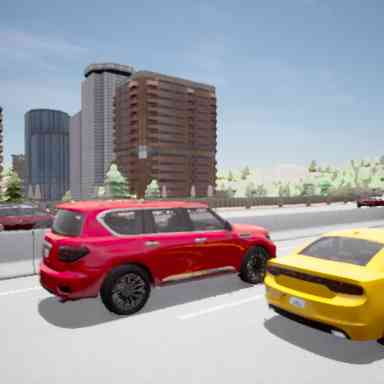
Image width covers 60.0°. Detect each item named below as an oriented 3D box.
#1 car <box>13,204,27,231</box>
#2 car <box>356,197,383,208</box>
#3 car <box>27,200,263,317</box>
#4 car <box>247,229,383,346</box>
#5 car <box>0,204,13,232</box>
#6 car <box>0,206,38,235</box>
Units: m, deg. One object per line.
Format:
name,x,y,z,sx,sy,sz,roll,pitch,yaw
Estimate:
car,-8.620,1.344,15.042,4.553,1.767,2.097,0,0,-35
car,22.593,1.330,41.774,4.718,1.301,1.895,0,0,-38
car,-0.501,1.199,7.690,5.566,2.045,2.150,0,0,-36
car,3.547,1.438,6.279,5.008,1.535,1.882,0,0,-36
car,-8.597,1.362,10.758,4.553,1.767,2.097,-1,0,-35
car,-10.729,1.557,17.835,4.181,1.385,1.994,0,0,-36
